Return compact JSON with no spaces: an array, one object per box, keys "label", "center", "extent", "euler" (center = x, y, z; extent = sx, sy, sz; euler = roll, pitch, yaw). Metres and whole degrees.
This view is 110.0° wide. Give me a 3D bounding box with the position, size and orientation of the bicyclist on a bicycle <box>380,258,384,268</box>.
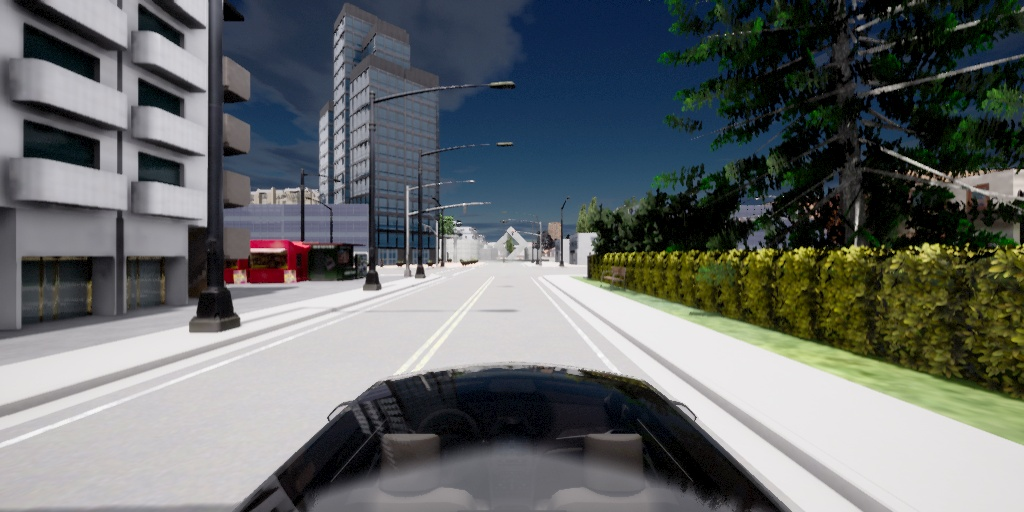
[{"label":"bicyclist on a bicycle","center":[-21.992,1.190,60.571],"extent":[0.582,1.620,1.656],"euler":[-1,0,0]}]
